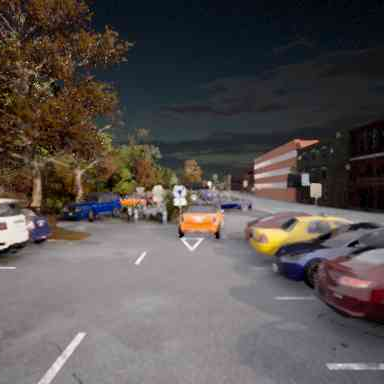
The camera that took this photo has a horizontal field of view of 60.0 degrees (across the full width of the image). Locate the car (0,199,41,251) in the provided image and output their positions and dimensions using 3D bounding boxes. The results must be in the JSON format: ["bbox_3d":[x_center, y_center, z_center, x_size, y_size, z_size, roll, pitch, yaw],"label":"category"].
[{"bbox_3d":[-8.568,1.250,11.320,5.566,2.045,2.435,0,0,0],"label":"car"}]

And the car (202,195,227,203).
[{"bbox_3d":[4.418,1.365,65.565,4.674,1.452,2.002,0,1,0],"label":"car"}]

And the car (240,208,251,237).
[{"bbox_3d":[4.525,1.547,13.959,4.674,1.452,2.002,-1,0,0],"label":"car"}]

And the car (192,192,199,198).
[{"bbox_3d":[0.016,1.296,69.666,1.812,1.442,4.674,0,1,0],"label":"car"}]

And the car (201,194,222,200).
[{"bbox_3d":[4.447,1.170,76.875,4.674,1.452,2.002,0,1,0],"label":"car"}]

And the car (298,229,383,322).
[{"bbox_3d":[4.538,1.531,5.751,4.674,1.452,2.002,0,0,0],"label":"car"}]

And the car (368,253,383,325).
[{"bbox_3d":[4.570,1.516,2.968,4.792,1.488,2.163,0,0,0],"label":"car"}]

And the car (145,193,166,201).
[{"bbox_3d":[-8.097,1.056,73.897,4.553,1.767,2.185,0,1,0],"label":"car"}]

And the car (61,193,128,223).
[{"bbox_3d":[-7.696,1.170,26.131,2.150,2.045,5.566,-2,0,20],"label":"car"}]

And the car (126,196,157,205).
[{"bbox_3d":[-8.156,1.382,54.113,4.792,1.488,2.163,0,0,0],"label":"car"}]

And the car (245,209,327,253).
[{"bbox_3d":[4.726,1.499,11.317,5.366,1.575,1.946,0,0,0],"label":"car"}]

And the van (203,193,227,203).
[{"bbox_3d":[4.296,1.124,62.605,4.442,1.987,1.878,0,0,0],"label":"van"}]

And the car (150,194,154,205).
[{"bbox_3d":[-8.205,1.353,45.643,5.008,1.535,2.097,0,0,0],"label":"car"}]

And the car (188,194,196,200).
[{"bbox_3d":[0.043,1.087,80.119,1.895,1.301,4.718,0,1,0],"label":"car"}]

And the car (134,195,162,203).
[{"bbox_3d":[-8.157,1.349,62.596,5.008,1.535,2.097,0,0,0],"label":"car"}]

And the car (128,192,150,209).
[{"bbox_3d":[-8.186,1.227,42.943,4.553,1.767,2.185,0,0,0],"label":"car"}]

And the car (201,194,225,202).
[{"bbox_3d":[4.441,1.230,71.224,5.008,1.535,2.097,0,1,0],"label":"car"}]

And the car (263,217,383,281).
[{"bbox_3d":[4.511,1.526,8.534,4.792,1.488,2.163,0,0,0],"label":"car"}]

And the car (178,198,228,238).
[{"bbox_3d":[0.663,1.385,18.302,2.097,1.767,4.553,0,0,9],"label":"car"}]

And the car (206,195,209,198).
[{"bbox_3d":[4.352,1.394,40.121,4.674,1.452,2.002,0,0,0],"label":"car"}]

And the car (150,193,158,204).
[{"bbox_3d":[-8.200,1.354,51.415,4.892,1.521,2.231,0,0,0],"label":"car"}]

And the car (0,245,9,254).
[{"bbox_3d":[-3.586,1.511,2.311,1.837,1.490,4.892,0,-1,0],"label":"car"}]

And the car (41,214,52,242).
[{"bbox_3d":[-8.509,1.380,14.105,4.553,1.767,2.185,0,0,0],"label":"car"}]

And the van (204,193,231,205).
[{"bbox_3d":[4.282,1.128,57.075,4.442,1.987,1.878,0,0,0],"label":"van"}]

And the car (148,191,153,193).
[{"bbox_3d":[-8.142,1.101,59.761,5.566,2.045,2.435,0,0,0],"label":"car"}]

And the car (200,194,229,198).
[{"bbox_3d":[4.184,1.351,45.772,5.366,1.575,1.946,0,0,0],"label":"car"}]

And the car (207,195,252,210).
[{"bbox_3d":[4.318,1.384,37.294,4.792,1.488,2.163,0,0,0],"label":"car"}]

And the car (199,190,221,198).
[{"bbox_3d":[4.419,1.102,54.249,5.566,2.045,2.435,0,0,0],"label":"car"}]

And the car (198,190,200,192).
[{"bbox_3d":[4.440,0.855,85.348,4.553,1.767,2.185,0,1,0],"label":"car"}]

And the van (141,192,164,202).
[{"bbox_3d":[-8.026,1.054,68.372,4.442,1.987,1.878,0,1,0],"label":"van"}]
